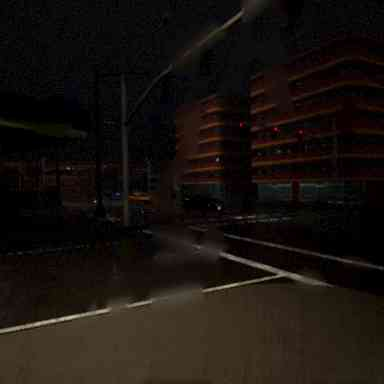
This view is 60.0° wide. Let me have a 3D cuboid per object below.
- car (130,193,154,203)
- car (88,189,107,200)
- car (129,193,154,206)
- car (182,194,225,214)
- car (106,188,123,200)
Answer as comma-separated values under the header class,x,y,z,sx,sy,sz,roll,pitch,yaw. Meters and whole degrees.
class,x,y,z,sx,sy,sz,roll,pitch,yaw
car,-7.467,0.803,49.530,1.895,1.301,4.718,-2,1,-30
car,-17.157,0.674,58.882,2.128,1.511,4.902,-2,1,-30
car,-6.201,0.835,40.094,1.882,1.535,5.008,-2,2,-30
car,0.885,0.958,28.042,2.128,1.511,4.902,-2,1,-30
car,-14.270,0.447,61.081,2.097,1.767,4.553,-2,1,-30
